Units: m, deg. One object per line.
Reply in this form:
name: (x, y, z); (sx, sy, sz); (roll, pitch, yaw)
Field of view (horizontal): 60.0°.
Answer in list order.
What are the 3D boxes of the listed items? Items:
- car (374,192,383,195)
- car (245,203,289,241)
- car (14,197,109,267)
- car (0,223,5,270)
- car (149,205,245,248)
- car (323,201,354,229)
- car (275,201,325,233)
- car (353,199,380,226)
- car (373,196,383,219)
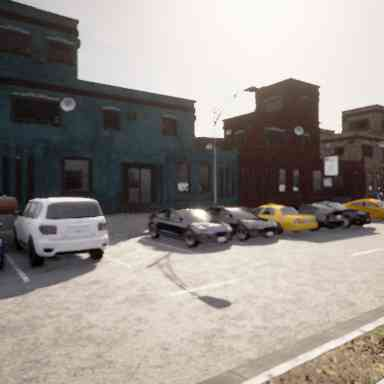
car: (17.918, 1.013, 27.765); (2.435, 2.045, 5.566); (-1, 0, -35)
car: (2.052, 1.427, 16.524); (2.163, 1.488, 4.792); (0, 0, -35)
car: (-4.794, 1.208, 11.760); (2.435, 2.045, 5.566); (-1, 0, -35)
car: (-7.092, 1.357, 10.141); (2.185, 1.767, 4.553); (-1, 0, -35)
car: (-0.217, 1.446, 14.922); (2.163, 1.488, 4.792); (-1, 0, -35)
car: (6.558, 1.389, 19.778); (2.163, 1.488, 4.792); (0, 0, -35)
car: (4.198, 1.375, 18.303); (1.946, 1.575, 5.366); (0, 0, -35)
car: (8.740, 1.342, 21.290); (2.097, 1.535, 5.008); (0, 0, -35)
car: (13.370, 1.303, 24.573); (2.097, 1.535, 5.008); (0, 0, -35)
